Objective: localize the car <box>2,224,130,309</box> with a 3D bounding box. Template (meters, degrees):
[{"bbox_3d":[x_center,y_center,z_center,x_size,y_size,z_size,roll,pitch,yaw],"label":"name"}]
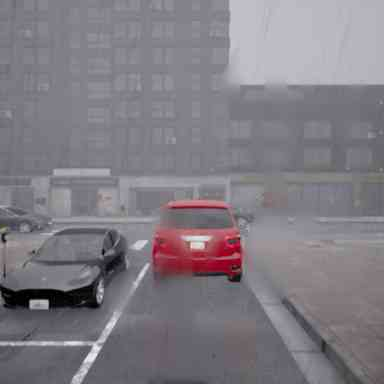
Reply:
[{"bbox_3d":[-2.634,1.571,7.908,1.947,1.339,4.313,0,0,0],"label":"car"}]

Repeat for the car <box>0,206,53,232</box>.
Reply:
[{"bbox_3d":[-10.314,1.542,18.514,4.892,1.490,1.837,0,0,0],"label":"car"}]

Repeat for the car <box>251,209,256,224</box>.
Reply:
[{"bbox_3d":[1.665,1.507,21.455,4.892,1.490,1.837,0,0,0],"label":"car"}]

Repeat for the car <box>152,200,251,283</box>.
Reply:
[{"bbox_3d":[0.173,1.230,9.820,2.150,2.045,5.566,0,0,1],"label":"car"}]
